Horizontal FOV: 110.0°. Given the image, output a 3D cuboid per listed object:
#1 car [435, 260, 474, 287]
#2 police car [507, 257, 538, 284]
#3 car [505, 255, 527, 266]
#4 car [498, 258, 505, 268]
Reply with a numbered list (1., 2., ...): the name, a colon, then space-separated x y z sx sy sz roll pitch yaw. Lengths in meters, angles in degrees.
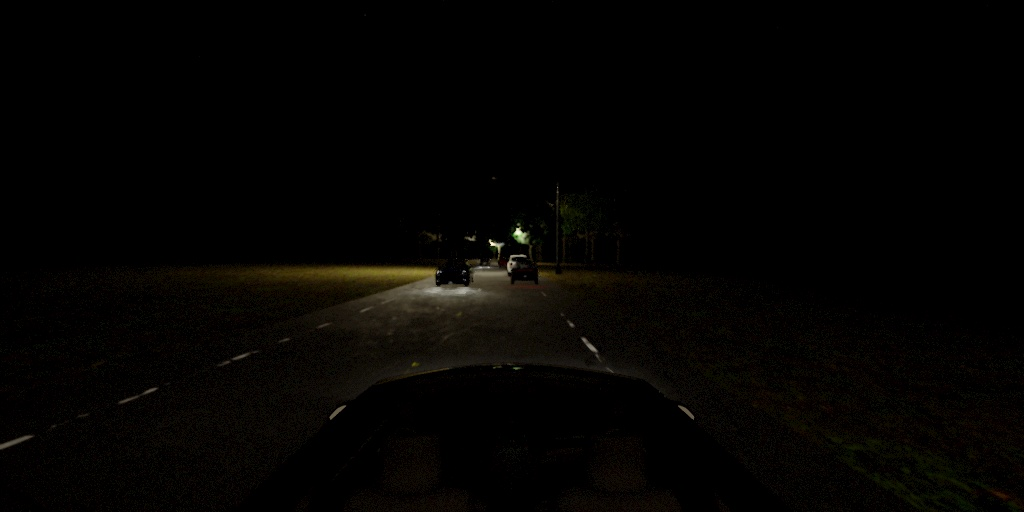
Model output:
1. car: -3.764 1.038 24.089 2.097 1.767 4.553 0 0 -1
2. police car: 0.839 1.137 26.550 1.930 1.638 5.238 0 0 -1
3. car: 0.636 0.926 36.494 2.150 2.045 5.566 0 0 -1
4. car: -1.207 1.200 60.862 1.812 1.442 4.674 0 0 -2
